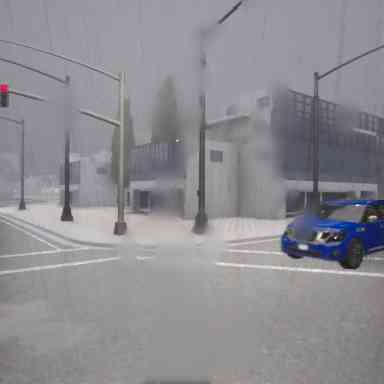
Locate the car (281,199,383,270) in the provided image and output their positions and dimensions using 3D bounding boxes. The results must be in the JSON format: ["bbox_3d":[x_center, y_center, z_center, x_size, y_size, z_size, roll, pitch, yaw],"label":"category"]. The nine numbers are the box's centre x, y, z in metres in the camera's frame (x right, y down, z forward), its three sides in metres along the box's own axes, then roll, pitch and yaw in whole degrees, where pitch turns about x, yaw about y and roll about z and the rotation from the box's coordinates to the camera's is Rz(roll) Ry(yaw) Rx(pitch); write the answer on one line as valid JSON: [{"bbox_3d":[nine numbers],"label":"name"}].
[{"bbox_3d":[5.508,1.294,11.544,5.566,2.045,2.150,0,0,-37],"label":"car"}]
